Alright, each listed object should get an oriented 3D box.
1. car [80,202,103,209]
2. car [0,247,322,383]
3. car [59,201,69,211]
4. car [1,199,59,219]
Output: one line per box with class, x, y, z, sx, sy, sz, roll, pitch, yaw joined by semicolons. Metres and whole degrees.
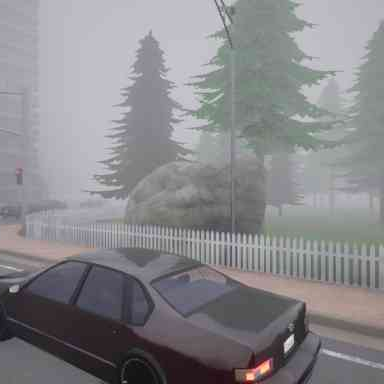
car;-13.599;1.545;45.094;1.895;1.301;4.718;0;0;2
car;-1.081;1.547;4.759;5.357;1.411;2.033;0;0;35
car;-15.301;1.492;34.954;2.033;1.411;5.357;0;0;17
car;-13.978;1.508;28.483;1.994;1.385;4.181;0;0;25
